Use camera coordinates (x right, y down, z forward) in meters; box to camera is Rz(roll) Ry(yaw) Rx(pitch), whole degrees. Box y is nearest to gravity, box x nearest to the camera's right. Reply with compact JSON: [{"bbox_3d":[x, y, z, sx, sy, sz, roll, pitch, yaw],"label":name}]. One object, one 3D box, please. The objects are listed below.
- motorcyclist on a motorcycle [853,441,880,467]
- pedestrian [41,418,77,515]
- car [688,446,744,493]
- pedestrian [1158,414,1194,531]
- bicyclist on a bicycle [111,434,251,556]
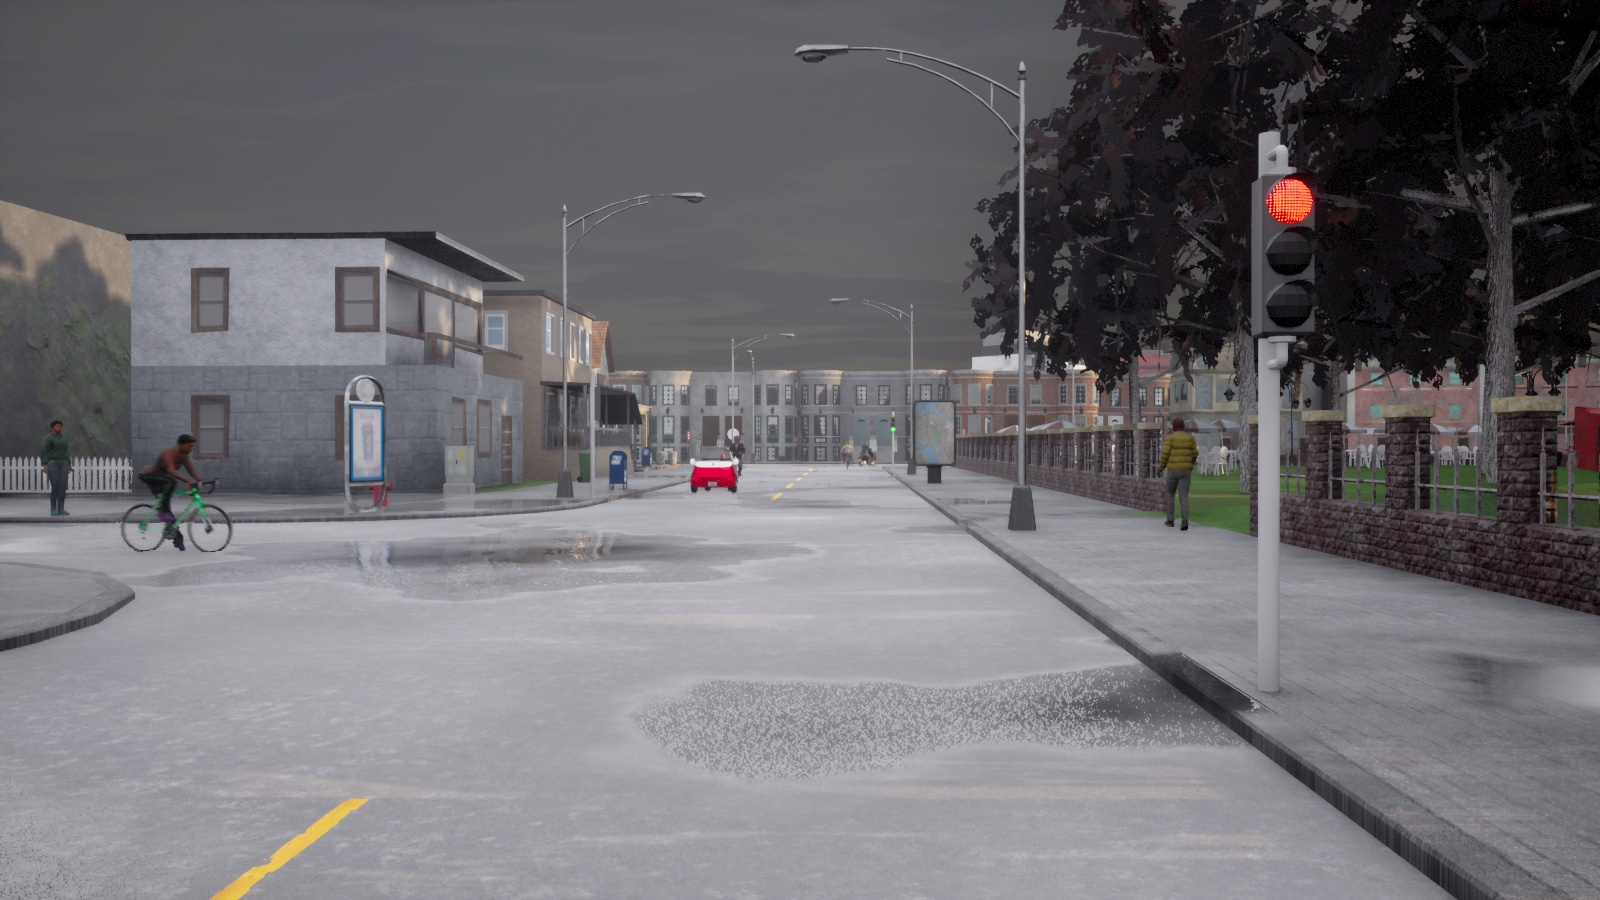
[{"bbox_3d":[4.279,0.249,80.531,0.866,1.590,1.817,0,0,38],"label":"motorcyclist on a motorcycle"},{"bbox_3d":[-14.293,0.308,24.213,0.614,1.847,0.353,0,0,32],"label":"pedestrian"},{"bbox_3d":[-2.562,0.582,38.474,1.481,1.376,2.207,0,0,2],"label":"car"},{"bbox_3d":[6.012,0.348,20.085,0.370,1.835,0.726,0,0,2],"label":"pedestrian"},{"bbox_3d":[-8.426,0.596,17.116,1.656,1.620,0.582,0,2,8],"label":"bicyclist on a bicycle"}]
